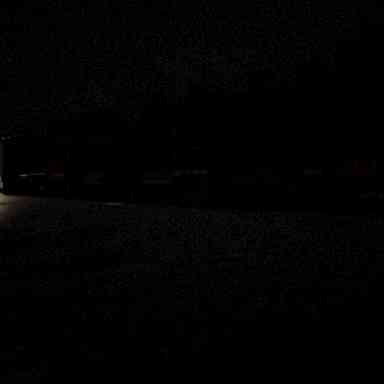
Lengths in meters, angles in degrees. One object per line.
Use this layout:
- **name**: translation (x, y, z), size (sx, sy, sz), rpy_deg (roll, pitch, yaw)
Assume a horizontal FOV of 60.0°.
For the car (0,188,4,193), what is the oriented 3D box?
- **car**: translation (-38.918, -0.347, 66.403), size (1.947, 1.339, 4.313), rpy_deg (1, 1, 35)
